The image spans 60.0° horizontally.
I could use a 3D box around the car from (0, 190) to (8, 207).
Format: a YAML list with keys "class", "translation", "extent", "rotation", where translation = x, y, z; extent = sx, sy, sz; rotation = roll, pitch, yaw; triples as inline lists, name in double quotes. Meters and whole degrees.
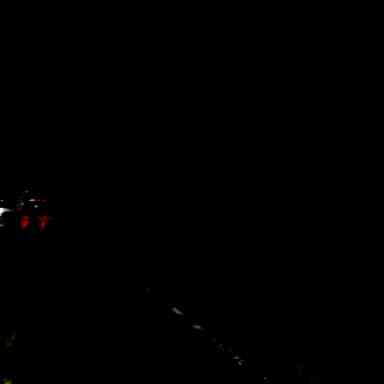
- class: "car"
  translation: [-17.065, 0.489, 28.808]
  extent: [2.033, 1.411, 5.357]
  rotation: [4, 0, -28]

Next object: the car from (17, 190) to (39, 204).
- class: "car"
  translation: [-18.058, 0.503, 36.515]
  extent: [1.895, 1.301, 4.718]
  rotation: [4, 0, -28]

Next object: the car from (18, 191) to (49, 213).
- class: "car"
  translation: [-12.198, 0.746, 25.761]
  extent: [2.128, 1.511, 4.902]
  rotation: [4, 0, -28]
